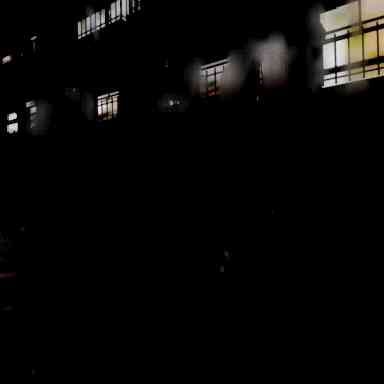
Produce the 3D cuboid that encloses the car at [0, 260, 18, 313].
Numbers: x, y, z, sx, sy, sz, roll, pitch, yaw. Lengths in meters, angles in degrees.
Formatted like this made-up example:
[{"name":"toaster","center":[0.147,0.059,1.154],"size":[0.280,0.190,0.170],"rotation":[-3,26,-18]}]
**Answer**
[{"name":"car","center":[-5.126,1.551,6.414],"size":[4.507,1.381,1.887],"rotation":[0,-1,36]}]
